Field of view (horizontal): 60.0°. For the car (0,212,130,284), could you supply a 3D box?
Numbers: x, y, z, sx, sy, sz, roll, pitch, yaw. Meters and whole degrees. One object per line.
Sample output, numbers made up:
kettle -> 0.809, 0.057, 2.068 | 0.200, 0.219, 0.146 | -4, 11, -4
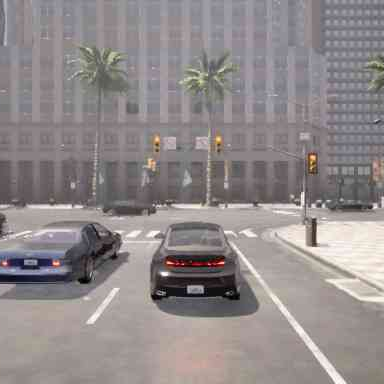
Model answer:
car -> -3.422, 1.547, 9.597 | 2.033, 1.411, 5.357 | 0, 0, 0

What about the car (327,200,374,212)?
car -> 18.215, 1.601, 38.483 | 4.718, 1.301, 1.895 | 0, 0, 0

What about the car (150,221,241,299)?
car -> 0.074, 1.505, 8.403 | 1.837, 1.490, 4.892 | 0, 0, 0

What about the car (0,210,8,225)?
car -> -10.651, 1.352, 15.626 | 2.097, 1.767, 4.553 | 0, 0, -4

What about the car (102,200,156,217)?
car -> -5.892, 1.477, 31.346 | 5.008, 1.535, 1.882 | 0, 0, 0
